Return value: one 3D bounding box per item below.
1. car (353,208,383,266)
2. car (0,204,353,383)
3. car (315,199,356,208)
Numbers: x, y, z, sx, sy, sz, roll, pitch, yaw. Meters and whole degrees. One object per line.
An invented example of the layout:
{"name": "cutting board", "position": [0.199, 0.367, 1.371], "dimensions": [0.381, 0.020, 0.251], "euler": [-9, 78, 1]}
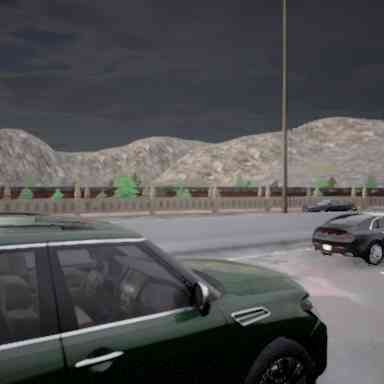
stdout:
{"name": "car", "position": [6.297, 1.455, 11.376], "dimensions": [4.892, 1.490, 1.837], "euler": [0, 0, -28]}
{"name": "car", "position": [-1.232, 1.204, 2.785], "dimensions": [5.566, 2.045, 2.150], "euler": [0, 0, -35]}
{"name": "car", "position": [12.163, 1.345, 29.522], "dimensions": [5.008, 1.535, 1.882], "euler": [0, 0, -20]}
